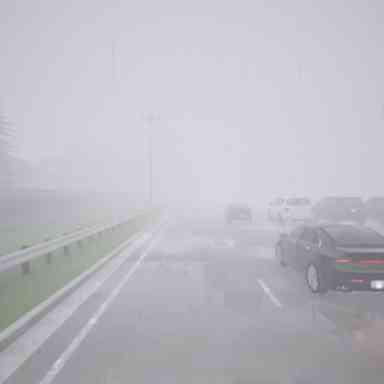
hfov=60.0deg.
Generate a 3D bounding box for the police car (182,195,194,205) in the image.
[{"bbox_3d":[-1.036,1.764,67.901,1.930,1.638,5.238,0,0,0],"label":"police car"}]

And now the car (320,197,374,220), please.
[{"bbox_3d":[10.605,1.344,24.479,2.150,2.045,5.566,0,0,0],"label":"car"}]

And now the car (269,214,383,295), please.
[{"bbox_3d":[3.603,1.549,8.836,1.837,1.490,4.892,0,0,0],"label":"car"}]

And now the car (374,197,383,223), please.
[{"bbox_3d":[14.105,1.344,24.472,2.150,2.045,5.566,0,0,0],"label":"car"}]

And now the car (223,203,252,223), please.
[{"bbox_3d":[3.606,1.612,26.863,1.882,1.535,5.008,0,0,0],"label":"car"}]

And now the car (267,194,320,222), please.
[{"bbox_3d":[7.105,1.344,24.474,2.150,2.045,5.566,0,0,0],"label":"car"}]

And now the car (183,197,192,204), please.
[{"bbox_3d":[-1.035,1.894,77.790,1.837,1.490,4.892,0,0,0],"label":"car"}]
